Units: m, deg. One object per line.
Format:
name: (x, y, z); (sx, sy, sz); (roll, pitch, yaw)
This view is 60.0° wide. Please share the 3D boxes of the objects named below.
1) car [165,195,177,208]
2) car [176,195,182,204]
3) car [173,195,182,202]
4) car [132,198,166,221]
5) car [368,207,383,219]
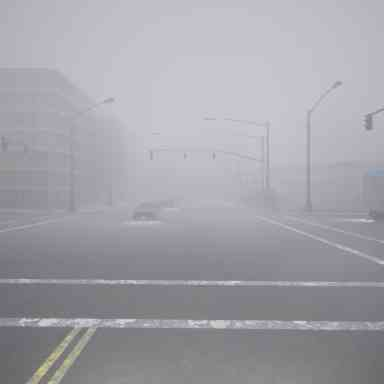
car: (-3.569, 1.564, 47.040); (1.994, 1.385, 4.181); (0, 0, 0)
car: (-3.514, 1.477, 62.837); (1.882, 1.535, 5.008); (0, 0, 0)
car: (-3.448, 1.468, 78.245); (1.882, 1.535, 5.008); (0, 0, 0)
car: (-3.579, 1.516, 27.302); (2.033, 1.411, 5.357); (0, 0, 0)
car: (16.420, 1.564, 26.479); (4.181, 1.385, 1.994); (0, 0, 0)
